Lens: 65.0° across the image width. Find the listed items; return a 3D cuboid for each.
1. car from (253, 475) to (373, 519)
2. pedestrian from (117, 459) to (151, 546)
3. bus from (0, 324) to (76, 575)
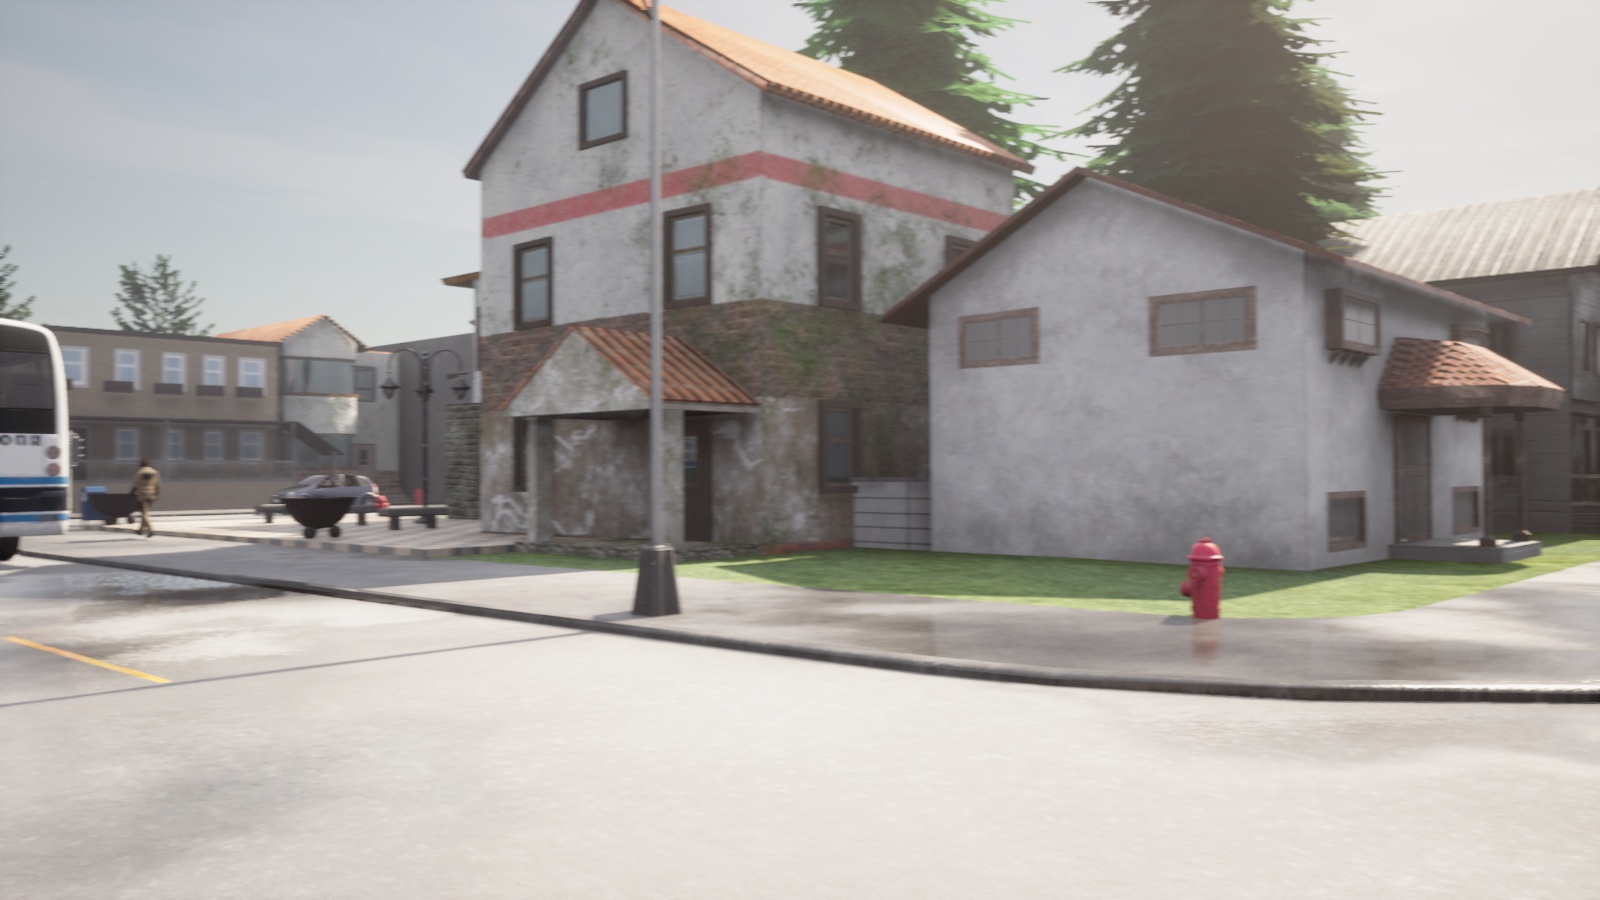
[{"bbox_3d":[-19.143,1.836,49.491,1.851,1.617,3.988,-2,-1,42],"label":"car"},{"bbox_3d":[-14.981,1.172,28.253,0.692,1.930,0.396,-1,-1,34],"label":"pedestrian"},{"bbox_3d":[-17.882,0.098,24.103,10.273,4.253,3.944,-2,-1,42],"label":"bus"}]
